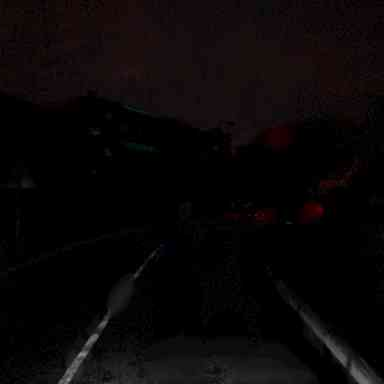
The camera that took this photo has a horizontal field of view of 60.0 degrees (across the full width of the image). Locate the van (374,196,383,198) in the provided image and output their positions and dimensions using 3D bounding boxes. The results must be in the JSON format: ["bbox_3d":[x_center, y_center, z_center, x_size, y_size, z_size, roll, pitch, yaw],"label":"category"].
[{"bbox_3d":[23.719,1.369,39.322,1.878,1.987,4.442,-3,-1,-12],"label":"van"}]

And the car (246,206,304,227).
[{"bbox_3d":[6.255,1.762,24.747,5.357,1.411,2.033,2,-3,-44],"label":"car"}]
